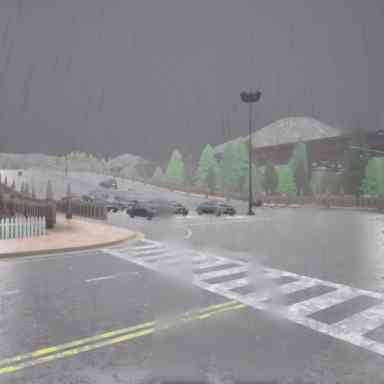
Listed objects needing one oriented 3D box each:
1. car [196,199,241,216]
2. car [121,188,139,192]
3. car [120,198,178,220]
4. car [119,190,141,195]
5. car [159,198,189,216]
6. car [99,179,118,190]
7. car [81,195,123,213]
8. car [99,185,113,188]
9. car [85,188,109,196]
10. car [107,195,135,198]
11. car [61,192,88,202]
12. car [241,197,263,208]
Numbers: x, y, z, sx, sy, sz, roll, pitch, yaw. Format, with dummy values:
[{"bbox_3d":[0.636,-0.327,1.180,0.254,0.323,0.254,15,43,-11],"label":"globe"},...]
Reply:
[{"bbox_3d":[2.266,1.558,31.909,1.994,1.385,4.181,0,0,-37],"label":"car"},{"bbox_3d":[-11.465,-0.063,62.020,1.895,1.301,4.718,0,7,-37],"label":"car"},{"bbox_3d":[-3.781,1.543,28.292,2.033,1.411,5.357,0,0,-37],"label":"car"},{"bbox_3d":[-9.273,1.008,47.148,1.882,1.535,5.008,0,4,-37],"label":"car"},{"bbox_3d":[-2.152,1.555,31.937,1.994,1.385,4.181,0,0,-37],"label":"car"},{"bbox_3d":[-17.587,-1.706,70.043,2.150,2.045,5.566,0,7,-37],"label":"car"},{"bbox_3d":[-9.858,1.451,36.298,2.033,1.411,5.357,0,2,-37],"label":"car"},{"bbox_3d":[-15.404,0.170,55.382,1.837,1.490,4.892,0,6,-37],"label":"car"},{"bbox_3d":[-14.190,0.635,47.859,2.097,1.767,4.553,0,4,-37],"label":"car"},{"bbox_3d":[-8.159,1.412,39.854,1.994,1.385,4.181,0,2,-37],"label":"car"},{"bbox_3d":[-16.050,0.904,44.505,1.837,1.490,4.892,0,4,-37],"label":"car"},{"bbox_3d":[7.938,1.460,47.910,1.837,1.490,4.892,0,2,-37],"label":"car"}]
